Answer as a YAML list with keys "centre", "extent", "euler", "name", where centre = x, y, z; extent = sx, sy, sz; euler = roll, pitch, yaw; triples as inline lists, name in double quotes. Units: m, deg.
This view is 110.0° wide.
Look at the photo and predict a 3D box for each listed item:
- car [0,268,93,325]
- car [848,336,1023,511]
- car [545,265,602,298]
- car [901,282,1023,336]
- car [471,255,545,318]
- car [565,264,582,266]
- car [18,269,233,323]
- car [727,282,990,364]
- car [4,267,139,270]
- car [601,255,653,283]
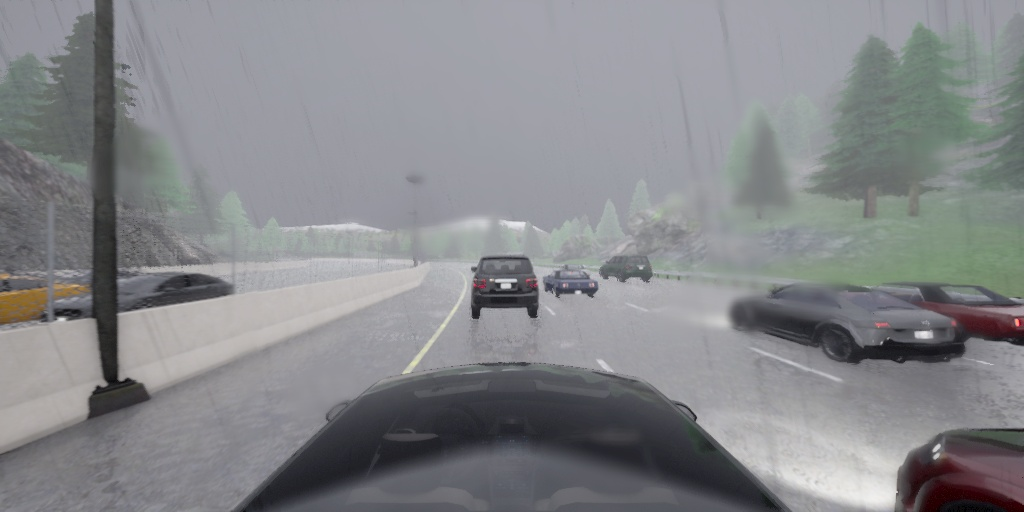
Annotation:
- centre: [-14.358, 1.253, 9.368]
  extent: [1.882, 1.535, 5.008]
  euler: [0, 0, -3]
  name: "car"
- centre: [3.517, 1.308, 0.576]
  extent: [1.994, 1.385, 4.181]
  euler: [0, 0, 0]
  name: "car"
- centre: [2.794, 1.342, 18.317]
  extent: [1.895, 1.301, 4.718]
  euler: [0, 0, -5]
  name: "car"
- centre: [10.372, 1.329, 9.277]
  extent: [1.895, 1.301, 4.718]
  euler: [0, 0, -2]
  name: "car"
- centre: [-0.333, 0.970, 13.222]
  extent: [2.150, 2.045, 5.566]
  euler: [0, 0, -3]
  name: "car"
- centre: [4.966, 1.335, 30.245]
  extent: [1.895, 1.301, 4.718]
  euler: [0, 0, -8]
  name: "car"
- centre: [-10.938, 1.273, 11.044]
  extent: [1.837, 1.490, 4.892]
  euler: [0, 0, -3]
  name: "car"
- centre: [6.891, 1.299, 8.055]
  extent: [1.994, 1.385, 4.181]
  euler: [0, 0, -2]
  name: "car"
- centre: [-18.274, 1.273, 15.964]
  extent: [2.128, 1.511, 4.902]
  euler: [0, 0, -5]
  name: "car"
- centre: [8.796, 0.949, 28.001]
  extent: [2.150, 2.045, 5.566]
  euler: [0, 0, -7]
  name: "car"
